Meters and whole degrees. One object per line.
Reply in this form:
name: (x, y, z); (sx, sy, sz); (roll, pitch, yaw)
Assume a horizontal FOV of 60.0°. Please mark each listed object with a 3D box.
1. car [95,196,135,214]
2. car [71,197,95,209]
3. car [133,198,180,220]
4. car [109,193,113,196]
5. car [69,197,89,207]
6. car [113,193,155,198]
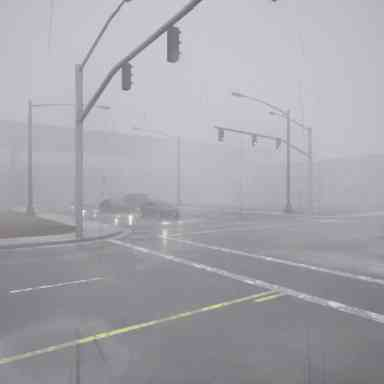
car: (-8.458, 1.478, 36.008); (1.882, 1.535, 5.008); (0, 0, -36)
car: (-14.259, 1.526, 44.295); (1.812, 1.442, 4.674); (0, 0, -32)
car: (-2.878, 1.505, 28.436); (1.837, 1.490, 4.892); (0, 0, -36)
car: (-14.151, 1.224, 64.300); (2.150, 2.045, 5.566); (0, 0, 14)
car: (-18.304, 1.547, 54.173); (2.033, 1.411, 5.357); (0, 0, -8)
car: (-7.182, 1.221, 40.485); (2.150, 2.045, 5.566); (0, 0, -36)
